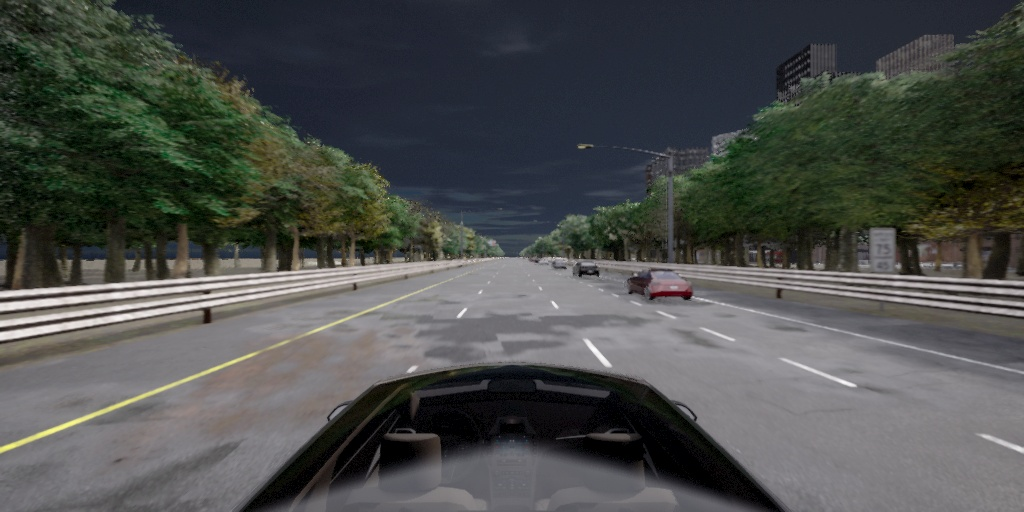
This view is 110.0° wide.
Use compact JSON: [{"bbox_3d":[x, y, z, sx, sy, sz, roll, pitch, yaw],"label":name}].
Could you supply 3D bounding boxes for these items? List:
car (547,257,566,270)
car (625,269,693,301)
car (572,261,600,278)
[{"bbox_3d":[7.018,1.332,54.378,2.033,1.411,5.357,0,0,0],"label":"car"},{"bbox_3d":[7.002,1.320,17.495,1.994,1.385,4.181,0,0,0],"label":"car"},{"bbox_3d":[7.002,1.242,34.399,1.882,1.535,5.008,0,0,0],"label":"car"}]
